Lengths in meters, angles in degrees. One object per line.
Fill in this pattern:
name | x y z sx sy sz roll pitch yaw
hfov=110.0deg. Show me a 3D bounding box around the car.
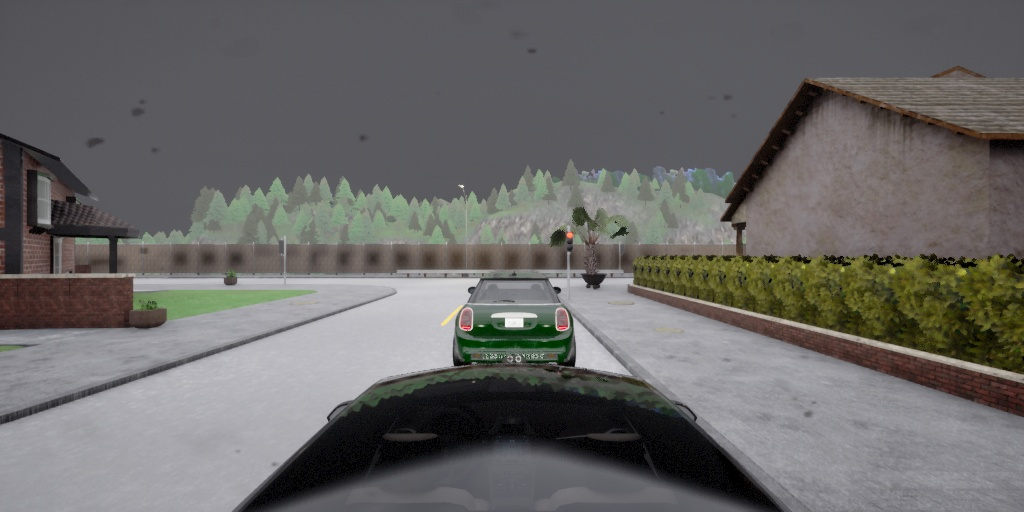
car | 0.053 1.102 7.939 2.097 1.767 4.553 0 0 0
